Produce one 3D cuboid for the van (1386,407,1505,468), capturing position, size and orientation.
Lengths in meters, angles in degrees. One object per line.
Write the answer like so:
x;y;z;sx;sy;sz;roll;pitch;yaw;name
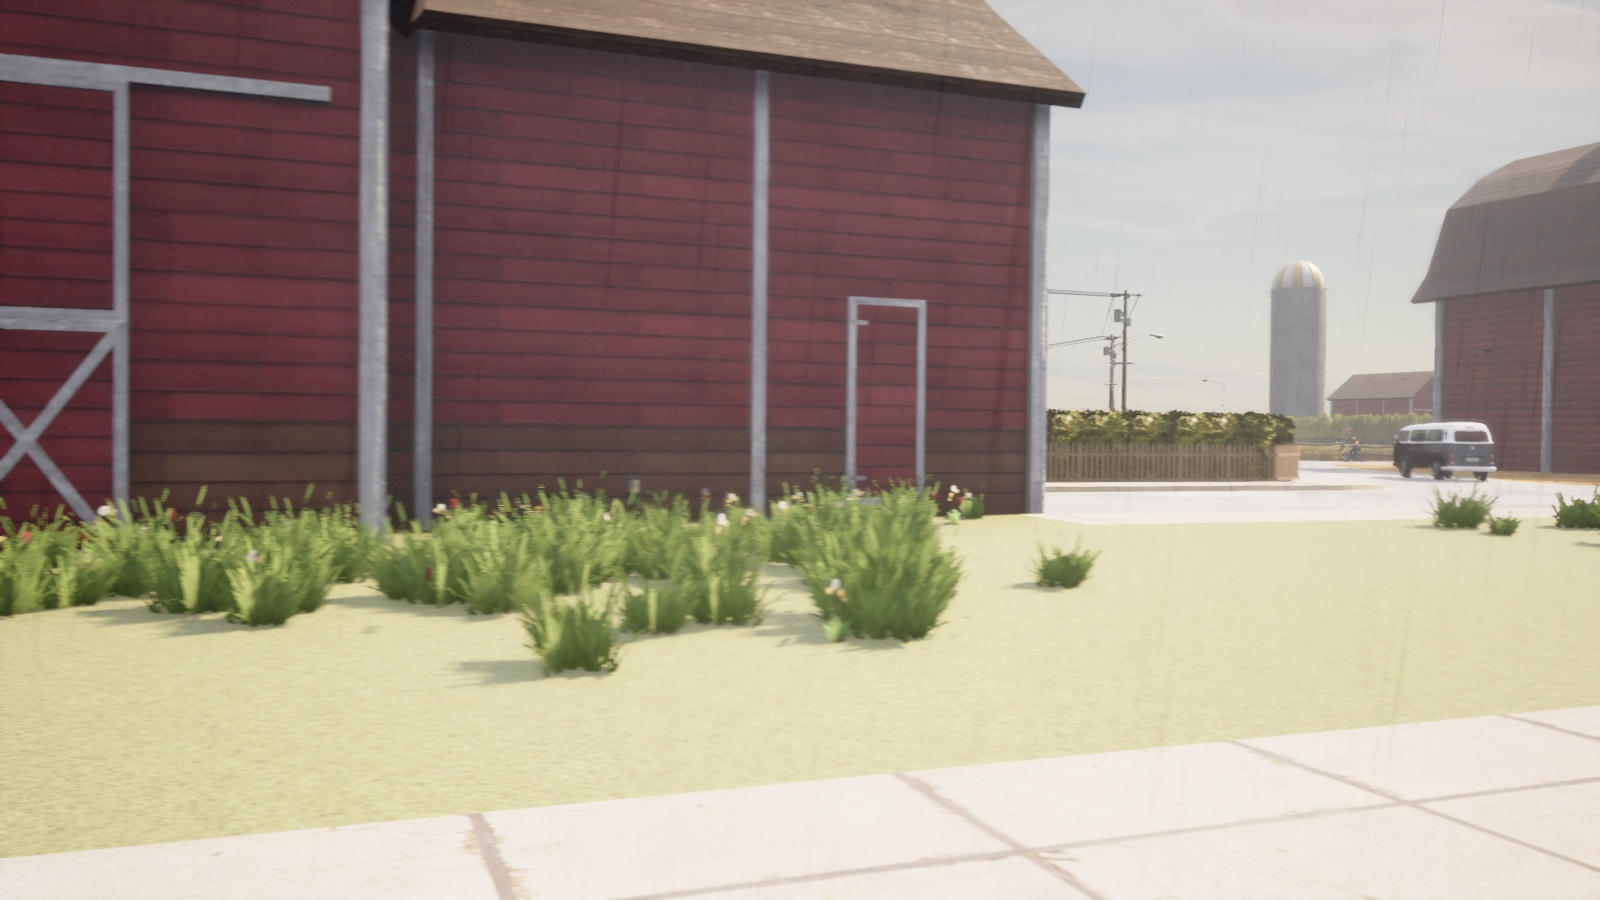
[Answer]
23.140;-0.455;45.216;2.069;2.038;4.480;-1;1;1;van
